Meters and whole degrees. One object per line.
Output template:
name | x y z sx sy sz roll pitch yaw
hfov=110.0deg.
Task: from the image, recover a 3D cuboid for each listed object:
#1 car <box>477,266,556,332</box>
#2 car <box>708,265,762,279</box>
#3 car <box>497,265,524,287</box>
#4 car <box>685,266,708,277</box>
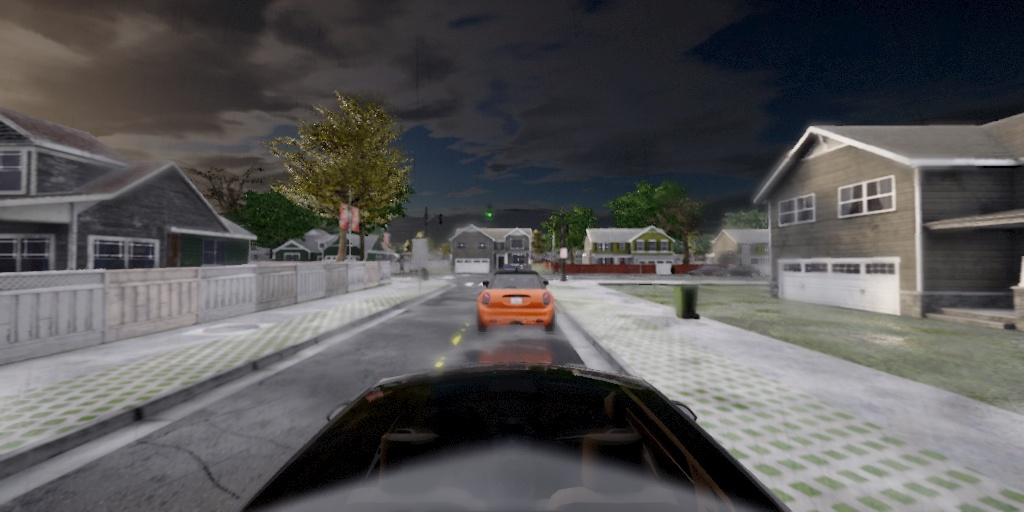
car | 0.117 1.190 11.314 2.097 1.767 4.553 0 -1 0
car | 25.467 1.789 40.633 4.892 1.490 1.837 0 -1 1
car | -0.176 1.493 28.395 1.812 1.442 4.674 0 1 -4
car | 24.251 1.895 43.912 5.357 1.411 2.033 0 -1 1
